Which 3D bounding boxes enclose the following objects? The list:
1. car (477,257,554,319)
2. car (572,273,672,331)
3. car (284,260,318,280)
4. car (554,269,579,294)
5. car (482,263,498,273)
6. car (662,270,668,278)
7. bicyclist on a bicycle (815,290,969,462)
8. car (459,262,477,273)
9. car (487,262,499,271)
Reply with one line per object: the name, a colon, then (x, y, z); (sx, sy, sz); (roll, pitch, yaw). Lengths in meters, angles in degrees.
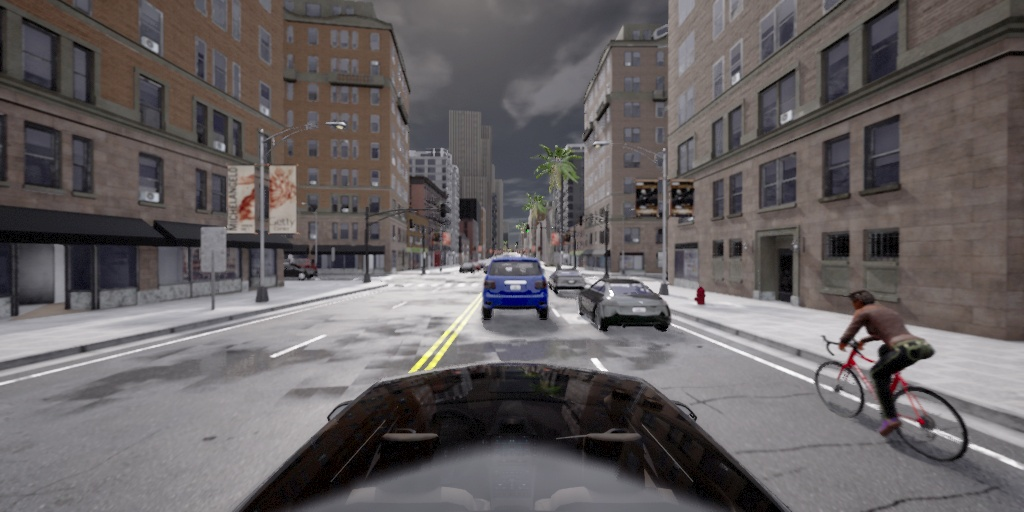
car: (0.102, 1.081, 13.505); (2.150, 2.045, 5.566); (0, -1, 0)
car: (3.342, 1.405, 11.417); (1.994, 1.385, 4.181); (0, -1, 0)
car: (-20.860, 1.428, 33.535); (4.892, 1.490, 1.837); (1, 0, -9)
car: (3.336, 1.490, 22.122); (2.033, 1.411, 5.357); (0, -1, 2)
car: (-3.329, 1.796, 54.493); (2.033, 1.411, 5.357); (0, -1, 0)
car: (16.217, 1.816, 33.406); (4.313, 1.339, 1.948); (0, 0, 0)
bicyclist on a bicycle: (4.145, 1.225, 4.081); (0.582, 1.620, 1.656); (0, -1, 0)
car: (-6.578, 1.712, 52.944); (1.882, 1.535, 5.008); (0, -1, 0)
car: (-3.290, 1.862, 63.964); (1.812, 1.442, 4.674); (0, -1, 1)
